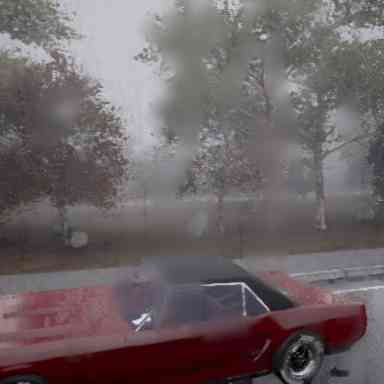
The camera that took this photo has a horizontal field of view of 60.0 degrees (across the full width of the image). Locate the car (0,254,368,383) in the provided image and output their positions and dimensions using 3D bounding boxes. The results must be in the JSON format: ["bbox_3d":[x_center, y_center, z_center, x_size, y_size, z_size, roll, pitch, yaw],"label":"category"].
[{"bbox_3d":[-0.332,1.556,4.154,4.718,1.301,1.895,0,1,-19],"label":"car"}]
